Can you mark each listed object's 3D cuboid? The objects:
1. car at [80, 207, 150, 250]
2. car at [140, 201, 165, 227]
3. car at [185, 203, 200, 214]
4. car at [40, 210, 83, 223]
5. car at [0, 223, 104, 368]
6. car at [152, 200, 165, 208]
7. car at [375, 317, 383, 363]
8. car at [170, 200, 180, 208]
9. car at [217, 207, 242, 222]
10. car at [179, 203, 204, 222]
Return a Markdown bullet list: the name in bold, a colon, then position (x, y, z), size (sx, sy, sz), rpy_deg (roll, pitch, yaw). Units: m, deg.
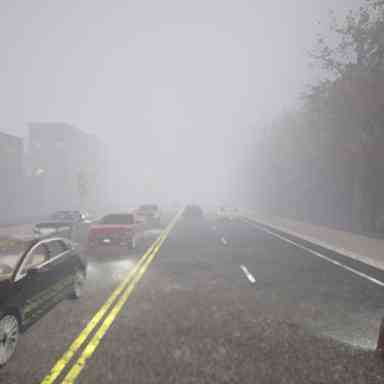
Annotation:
- **car**: position (-3.344, 1.676, 15.547), size (1.882, 1.535, 5.008), rpy_deg (0, -1, 0)
- **car**: position (-3.308, 1.678, 25.613), size (2.097, 1.767, 4.553), rpy_deg (0, -1, 0)
- **car**: position (0.037, 2.155, 43.818), size (1.895, 1.301, 4.718), rpy_deg (0, -1, 0)
- **car**: position (-6.587, 1.716, 17.598), size (2.128, 1.511, 4.902), rpy_deg (0, -1, 0)
- **car**: position (-3.348, 1.568, 5.885), size (2.128, 1.511, 4.902), rpy_deg (0, -1, 0)
- **car**: position (-6.522, 2.378, 64.703), size (2.033, 1.411, 5.357), rpy_deg (0, -1, 0)
- **car**: position (3.350, 1.599, 2.584), size (1.994, 1.385, 4.181), rpy_deg (0, -1, 0)
- **car**: position (-3.275, 2.307, 64.697), size (1.882, 1.535, 5.008), rpy_deg (0, 0, 0)
- **car**: position (3.341, 1.992, 30.676), size (1.895, 1.301, 4.718), rpy_deg (0, -1, 0)
- **car**: position (0.095, 1.860, 30.023), size (1.882, 1.535, 5.008), rpy_deg (0, -1, 0)
